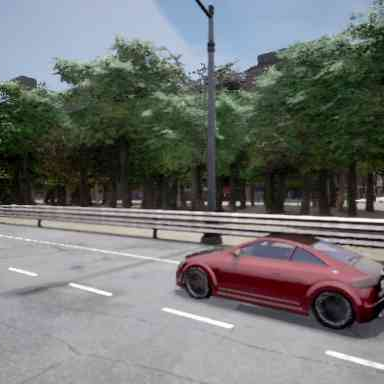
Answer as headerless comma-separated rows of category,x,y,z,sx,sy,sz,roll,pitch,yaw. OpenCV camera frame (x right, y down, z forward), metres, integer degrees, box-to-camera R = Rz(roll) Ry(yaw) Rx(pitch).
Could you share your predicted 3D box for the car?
car,1.685,1.569,6.967,4.181,1.385,1.994,0,0,36
